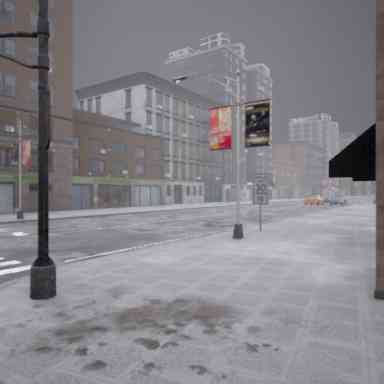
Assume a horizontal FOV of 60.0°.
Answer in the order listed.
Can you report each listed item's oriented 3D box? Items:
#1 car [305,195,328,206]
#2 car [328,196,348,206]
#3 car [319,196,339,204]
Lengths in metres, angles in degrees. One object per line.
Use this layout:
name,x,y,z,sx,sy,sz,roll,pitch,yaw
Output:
car,19.301,1.179,52.250,2.097,1.767,4.553,0,0,35
car,22.728,1.374,51.466,2.033,1.411,5.357,0,0,34
car,24.889,1.371,60.272,2.033,1.411,5.357,0,0,37
